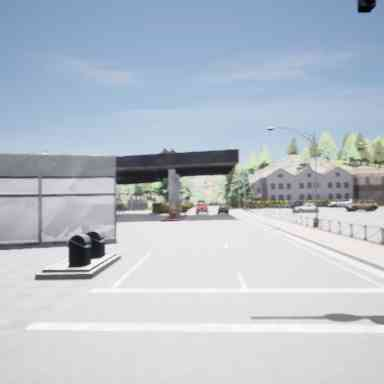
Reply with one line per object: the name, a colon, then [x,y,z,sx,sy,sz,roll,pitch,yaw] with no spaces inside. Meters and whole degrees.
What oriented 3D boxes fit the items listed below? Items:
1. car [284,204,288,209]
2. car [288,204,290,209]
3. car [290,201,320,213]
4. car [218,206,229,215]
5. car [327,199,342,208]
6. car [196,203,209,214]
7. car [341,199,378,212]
car: [23.912,3.014,77.453,4.553,1.767,2.097,-1,-2,2]
car: [18.504,2.366,55.044,3.866,1.878,1.905,-1,-2,2]
car: [17.768,2.566,51.739,3.806,1.475,1.970,-1,-2,2]
car: [5.457,3.124,58.000,2.128,1.511,4.902,-1,-2,3]
car: [34.390,2.666,77.022,5.566,2.045,2.150,-1,-2,2]
car: [1.939,3.009,60.947,2.150,2.045,5.566,-1,-1,3]
car: [26.236,2.128,51.456,4.605,1.855,1.932,-1,-2,2]
